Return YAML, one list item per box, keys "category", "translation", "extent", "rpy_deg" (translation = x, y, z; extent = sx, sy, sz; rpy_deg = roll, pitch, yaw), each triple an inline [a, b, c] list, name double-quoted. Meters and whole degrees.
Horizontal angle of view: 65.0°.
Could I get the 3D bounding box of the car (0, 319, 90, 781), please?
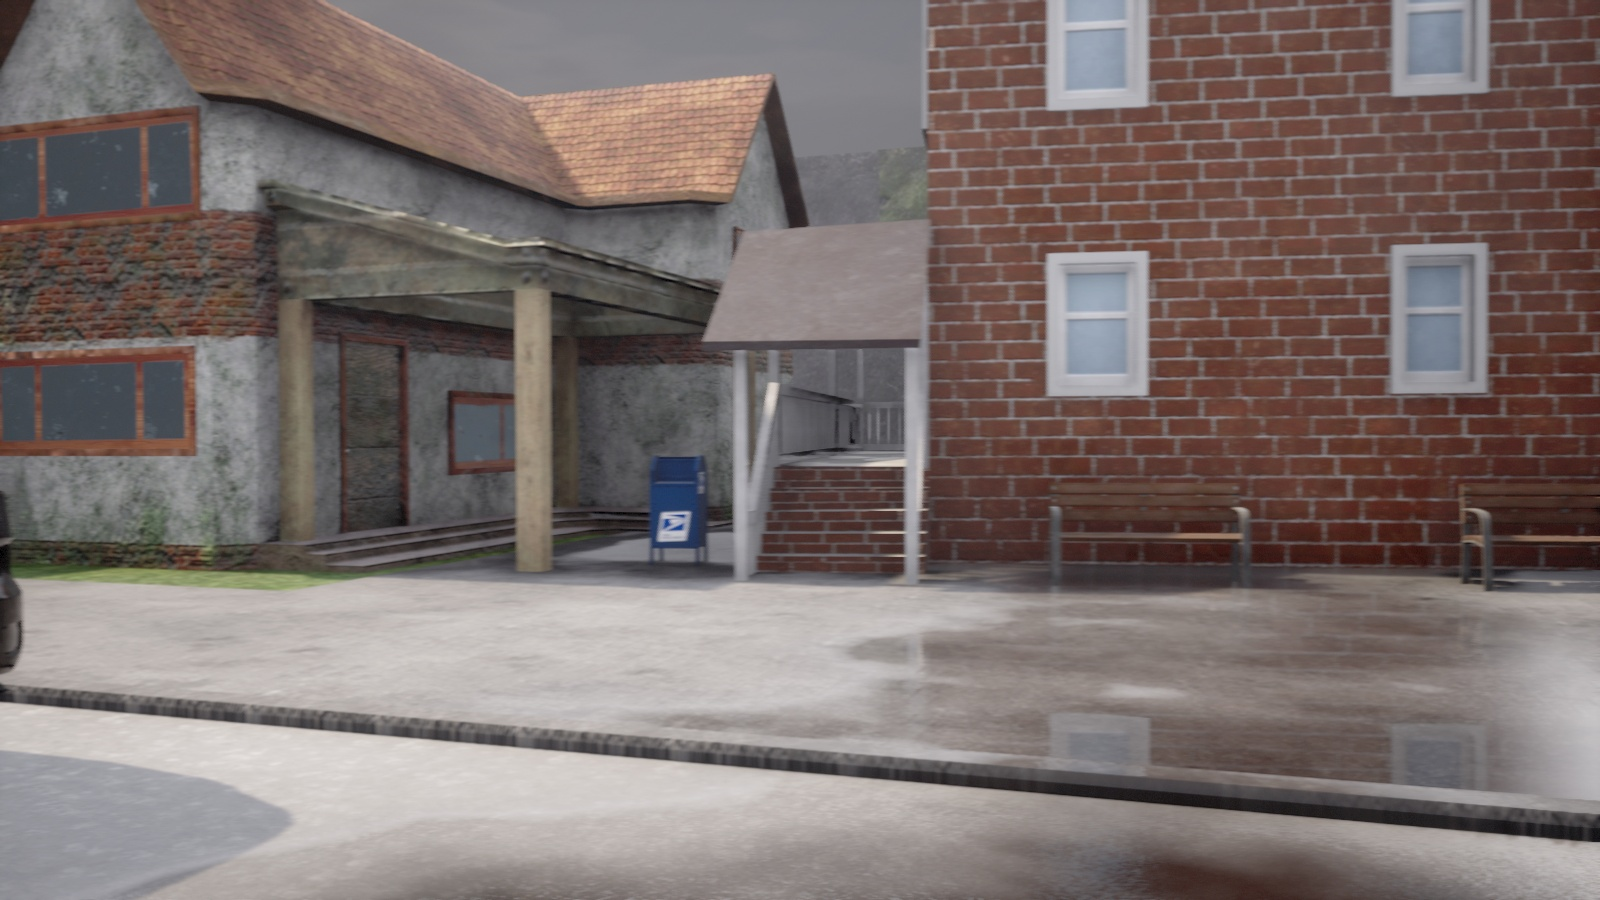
- category: "car"
  translation: [-6.372, 0.428, 5.861]
  extent: [5.566, 2.045, 2.150]
  rpy_deg: [1, 1, 19]
